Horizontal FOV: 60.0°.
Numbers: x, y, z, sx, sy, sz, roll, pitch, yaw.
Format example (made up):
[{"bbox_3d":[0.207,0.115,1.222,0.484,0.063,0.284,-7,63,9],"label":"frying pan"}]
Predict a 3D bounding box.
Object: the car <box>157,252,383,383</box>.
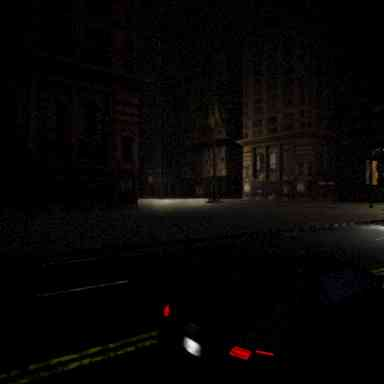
[{"bbox_3d":[1.630,1.563,4.599,4.181,1.385,1.994,0,0,-35],"label":"car"}]
